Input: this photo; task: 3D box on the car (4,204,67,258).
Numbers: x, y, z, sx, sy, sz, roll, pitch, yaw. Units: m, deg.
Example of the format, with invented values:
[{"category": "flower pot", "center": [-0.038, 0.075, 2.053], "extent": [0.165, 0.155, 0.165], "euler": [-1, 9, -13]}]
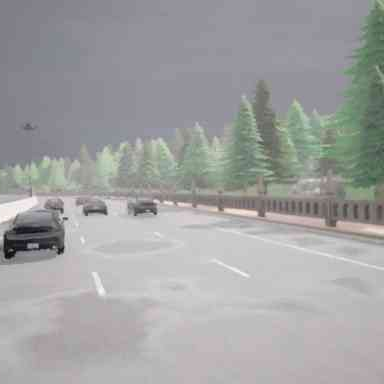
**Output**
[{"category": "car", "center": [-5.914, 1.438, 12.785], "extent": [1.837, 1.490, 4.892], "euler": [-1, 1, -21]}]

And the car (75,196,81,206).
[{"category": "car", "center": [-15.950, 1.204, 48.413], "extent": [1.994, 1.385, 4.181], "euler": [-1, 1, -21]}]

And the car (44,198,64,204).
[{"category": "car", "center": [-14.094, 1.352, 33.920], "extent": [2.033, 1.411, 5.357], "euler": [-1, 1, -21]}]

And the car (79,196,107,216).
[{"category": "car", "center": [-8.921, 1.314, 30.251], "extent": [1.994, 1.385, 4.181], "euler": [-1, 1, -21]}]

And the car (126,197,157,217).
[{"category": "car", "center": [-4.303, 1.192, 28.015], "extent": [1.837, 1.490, 4.892], "euler": [-1, 1, -21]}]
